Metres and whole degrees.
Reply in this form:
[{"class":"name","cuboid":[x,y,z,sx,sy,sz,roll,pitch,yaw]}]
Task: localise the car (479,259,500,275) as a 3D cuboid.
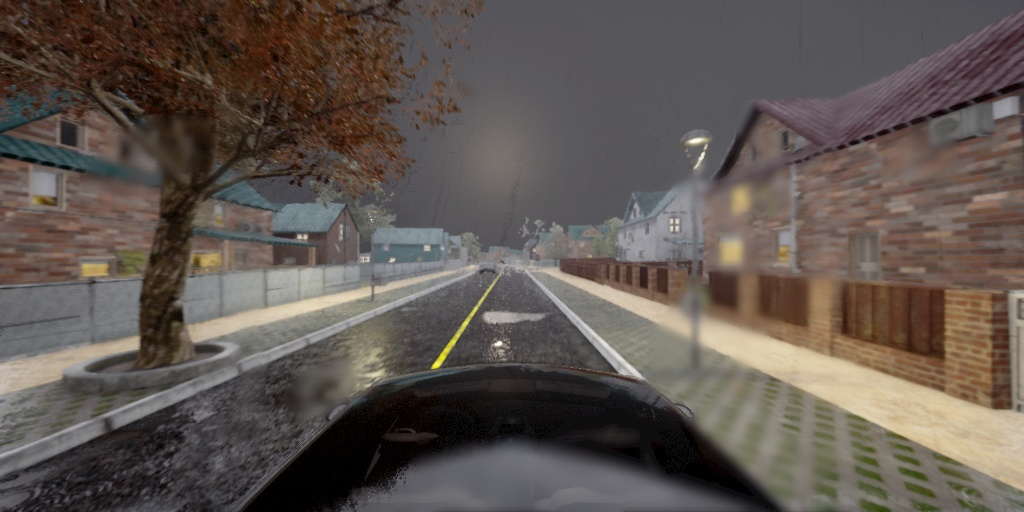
[{"class":"car","cuboid":[-2.775,1.384,42.496,1.837,1.490,4.892,0,-1,0]}]
